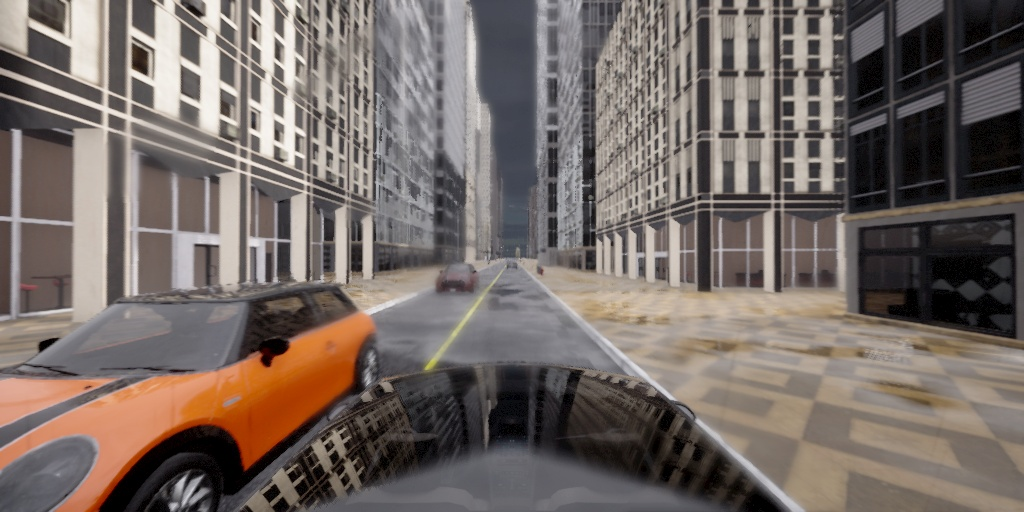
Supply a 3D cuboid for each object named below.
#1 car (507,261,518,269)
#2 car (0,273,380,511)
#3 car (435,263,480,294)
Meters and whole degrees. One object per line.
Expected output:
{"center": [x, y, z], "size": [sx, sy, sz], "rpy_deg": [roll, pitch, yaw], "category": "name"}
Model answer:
{"center": [0.016, 1.520, 61.939], "size": [2.128, 1.511, 4.902], "rpy_deg": [0, 0, 0], "category": "car"}
{"center": [-3.086, 1.111, 3.618], "size": [2.097, 1.767, 4.553], "rpy_deg": [0, 0, 0], "category": "car"}
{"center": [-3.068, 1.192, 20.926], "size": [2.097, 1.767, 4.553], "rpy_deg": [0, 0, 0], "category": "car"}
